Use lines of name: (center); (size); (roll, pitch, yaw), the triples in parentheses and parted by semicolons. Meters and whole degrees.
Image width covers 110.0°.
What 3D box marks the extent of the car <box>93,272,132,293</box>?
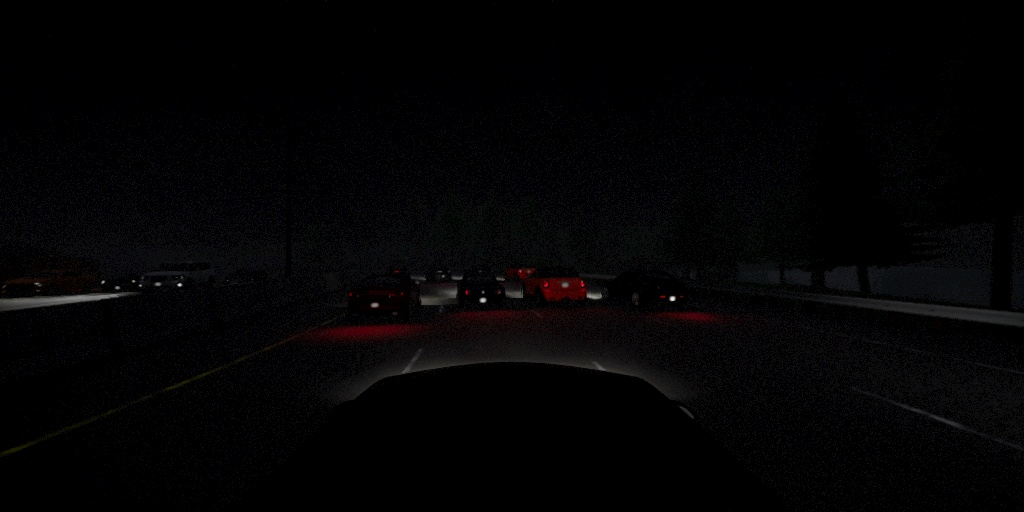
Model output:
car: (-25.995, 1.745, 24.886); (1.895, 1.301, 4.718); (0, -1, -23)

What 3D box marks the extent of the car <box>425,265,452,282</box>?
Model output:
car: (-7.017, 1.611, 34.035); (2.128, 1.511, 4.902); (0, -1, -23)

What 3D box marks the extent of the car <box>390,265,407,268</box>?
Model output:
car: (-10.905, 1.637, 34.178); (2.128, 1.511, 4.902); (0, -1, -25)

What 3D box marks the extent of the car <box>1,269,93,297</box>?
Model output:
car: (-28.826, 1.615, 22.494); (1.882, 1.535, 5.008); (0, -1, -23)

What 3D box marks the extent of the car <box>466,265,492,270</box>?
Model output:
car: (-3.162, 1.586, 33.877); (2.128, 1.511, 4.902); (0, -1, -22)

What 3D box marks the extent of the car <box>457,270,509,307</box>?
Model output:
car: (-1.573, 1.511, 16.636); (1.895, 1.301, 4.718); (0, -1, -10)

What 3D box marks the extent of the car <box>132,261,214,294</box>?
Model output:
car: (-21.765, 1.326, 23.663); (2.150, 2.045, 5.566); (0, -1, -21)

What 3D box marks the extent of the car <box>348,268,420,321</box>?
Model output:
car: (-4.585, 1.374, 13.427); (1.882, 1.535, 5.008); (0, -1, -9)

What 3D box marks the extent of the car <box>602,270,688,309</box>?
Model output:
car: (5.597, 1.363, 15.773); (1.837, 1.490, 4.892); (0, -1, -9)

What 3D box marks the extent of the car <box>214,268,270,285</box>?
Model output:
car: (-18.845, 1.599, 25.637); (2.128, 1.511, 4.902); (0, -1, -22)

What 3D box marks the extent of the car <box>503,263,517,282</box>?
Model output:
car: (0.737, 1.418, 33.440); (2.097, 1.767, 4.553); (0, -1, -21)

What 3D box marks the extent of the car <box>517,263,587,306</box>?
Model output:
car: (1.843, 1.244, 16.929); (2.097, 1.767, 4.553); (0, -1, -10)
